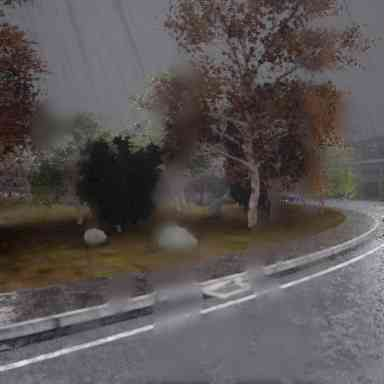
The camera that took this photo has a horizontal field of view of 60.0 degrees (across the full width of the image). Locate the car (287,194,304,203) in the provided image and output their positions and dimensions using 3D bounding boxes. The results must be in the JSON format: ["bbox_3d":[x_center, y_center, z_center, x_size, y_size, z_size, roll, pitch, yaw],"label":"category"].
[{"bbox_3d":[20.284,1.189,64.857,1.882,1.535,5.008,-2,1,-10],"label":"car"}]
